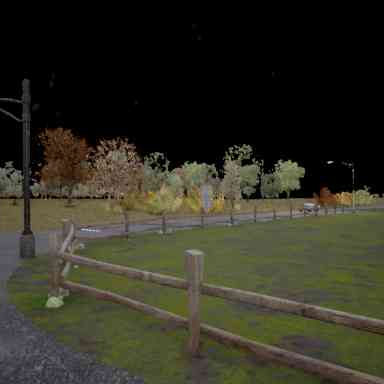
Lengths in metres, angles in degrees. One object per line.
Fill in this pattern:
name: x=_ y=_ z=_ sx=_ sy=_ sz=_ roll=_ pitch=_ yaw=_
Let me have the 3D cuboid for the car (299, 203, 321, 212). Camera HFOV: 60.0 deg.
car: x=18.819 y=2.449 z=53.000 sx=2.033 sy=1.411 sz=5.357 roll=-1 pitch=-2 yaw=40
